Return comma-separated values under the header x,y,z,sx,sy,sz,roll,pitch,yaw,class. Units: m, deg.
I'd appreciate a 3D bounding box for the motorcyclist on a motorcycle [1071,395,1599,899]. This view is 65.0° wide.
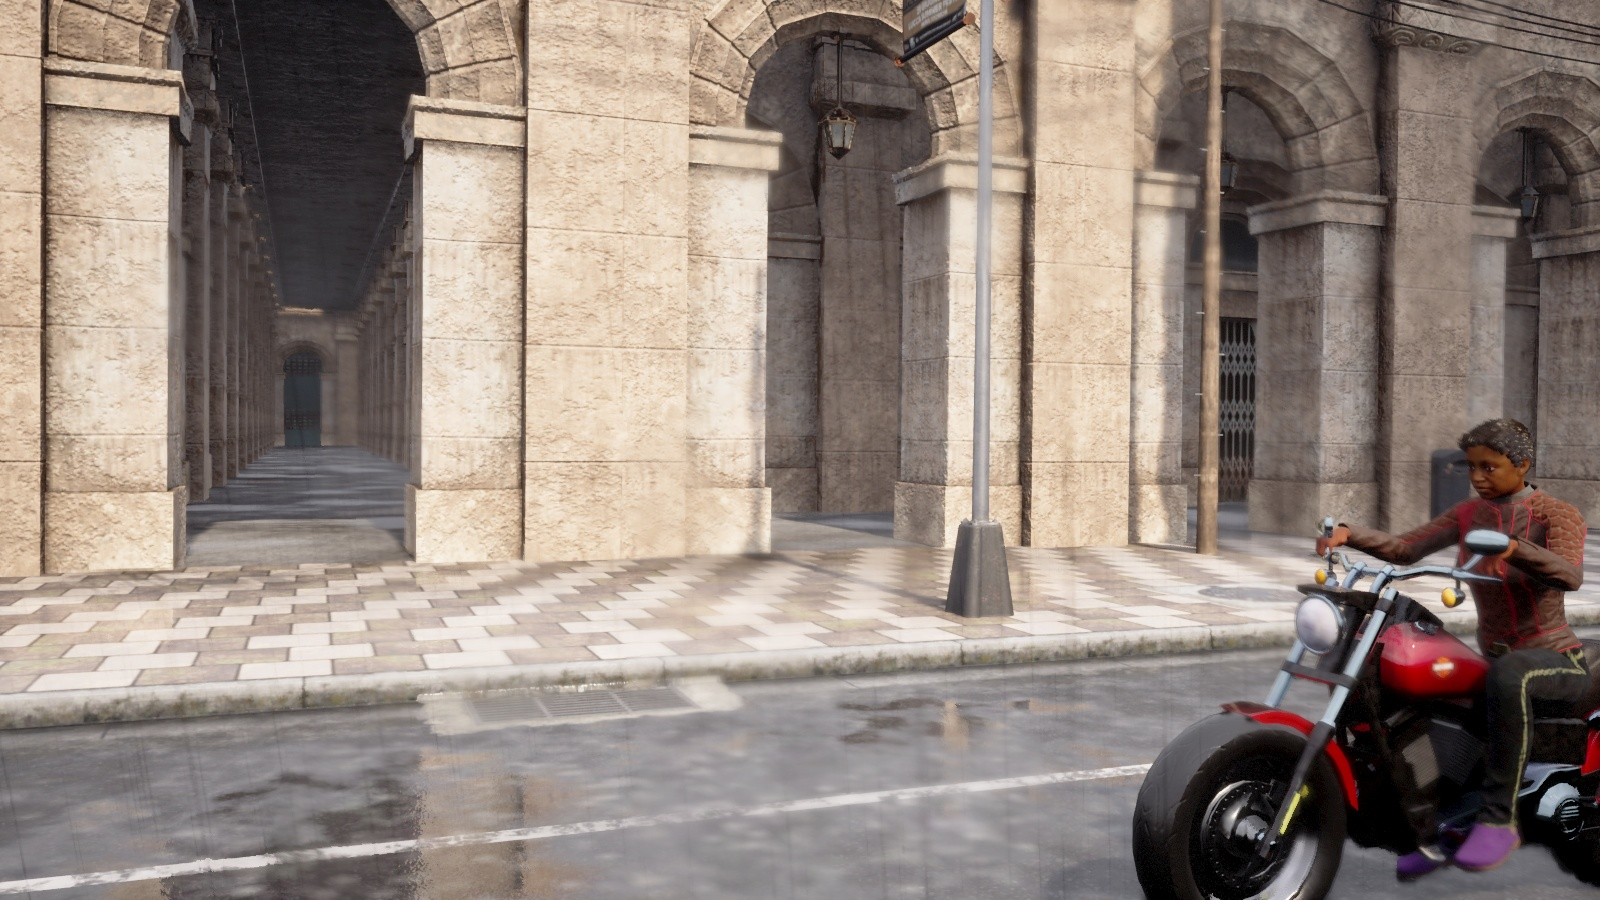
x,y,z,sx,sy,sz,roll,pitch,yaw,class
2.107,0.660,4.062,2.350,1.649,0.766,-1,1,-21,motorcyclist on a motorcycle
